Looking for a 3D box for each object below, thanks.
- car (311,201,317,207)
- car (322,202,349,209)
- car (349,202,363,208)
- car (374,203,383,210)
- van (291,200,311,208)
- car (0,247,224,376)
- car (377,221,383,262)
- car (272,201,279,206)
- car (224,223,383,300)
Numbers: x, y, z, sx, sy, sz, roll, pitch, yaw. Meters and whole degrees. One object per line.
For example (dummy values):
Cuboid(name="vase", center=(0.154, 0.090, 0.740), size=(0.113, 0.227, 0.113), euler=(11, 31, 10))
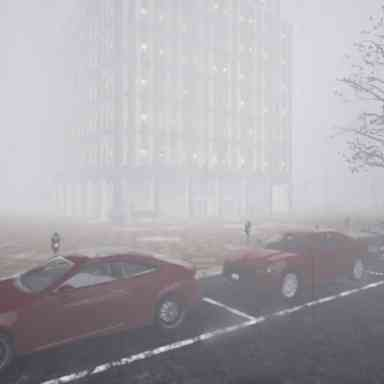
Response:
Cuboid(name="car", center=(28.381, 2.842, 81.613), size=(1.967, 1.590, 4.097), euler=(-1, 0, -36))
Cuboid(name="car", center=(28.474, 2.749, 67.051), size=(1.887, 1.381, 4.507), euler=(-1, 0, -36))
Cuboid(name="car", center=(34.977, 2.821, 72.637), size=(1.802, 1.307, 4.206), euler=(-1, 0, -36))
Cuboid(name="car", center=(34.556, 2.603, 58.578), size=(2.008, 1.369, 4.403), euler=(-1, 0, -36))
Cuboid(name="van", center=(23.553, 2.669, 73.936), size=(1.690, 1.788, 3.998), euler=(-1, 0, -36))
Cuboid(name="car", center=(-1.725, 1.597, 5.336), size=(4.206, 1.307, 1.802), euler=(1, -1, -35))
Cuboid(name="car", center=(7.274, 1.675, 11.756), size=(4.403, 1.369, 2.008), euler=(1, -1, -35))
Cuboid(name="car", center=(21.845, 3.147, 90.630), size=(1.802, 1.307, 4.206), euler=(-1, 0, -36))
Cuboid(name="car", center=(2.774, 1.615, 8.546), size=(4.507, 1.381, 1.887), euler=(1, -1, -35))
